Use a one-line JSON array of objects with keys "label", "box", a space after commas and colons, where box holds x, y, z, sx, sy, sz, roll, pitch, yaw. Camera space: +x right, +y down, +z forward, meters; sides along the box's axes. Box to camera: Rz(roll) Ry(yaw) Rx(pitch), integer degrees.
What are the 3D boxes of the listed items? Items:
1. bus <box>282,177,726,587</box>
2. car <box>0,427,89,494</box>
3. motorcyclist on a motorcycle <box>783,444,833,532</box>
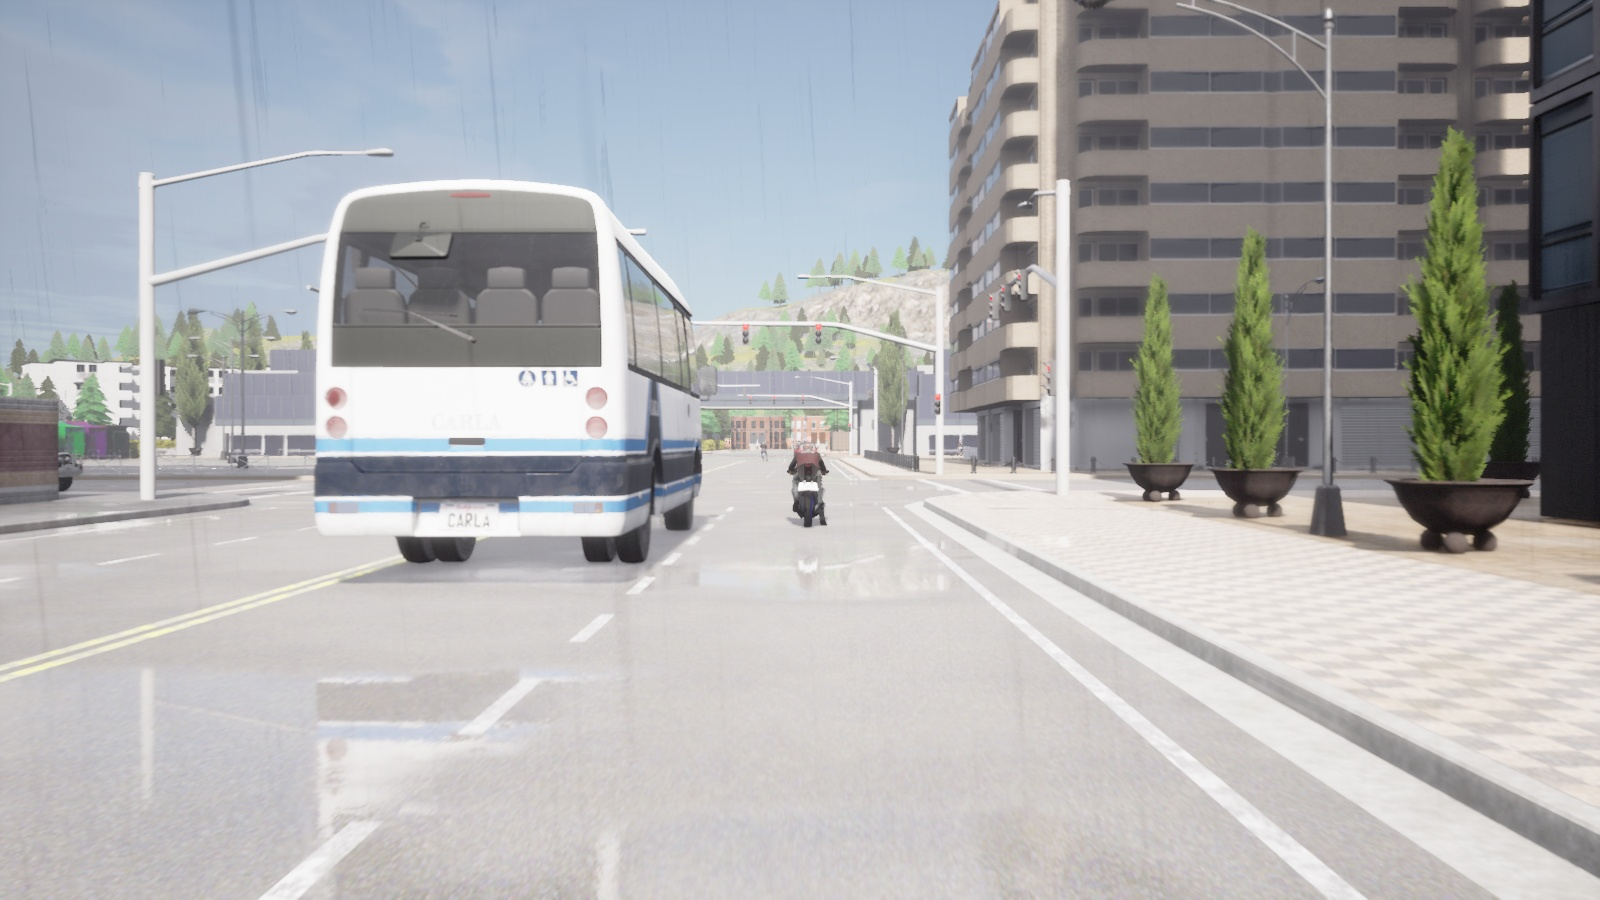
[{"label": "bus", "box": [-3.381, -0.735, 18.182, 3.944, 4.253, 10.273, 0, 0, 0]}, {"label": "car", "box": [-23.247, 0.286, 36.002, 4.605, 1.855, 1.932, 0, 0, 0]}, {"label": "motorcyclist on a motorcycle", "box": [0.145, 0.653, 22.858, 0.866, 1.530, 2.191, 0, 0, 0]}]
